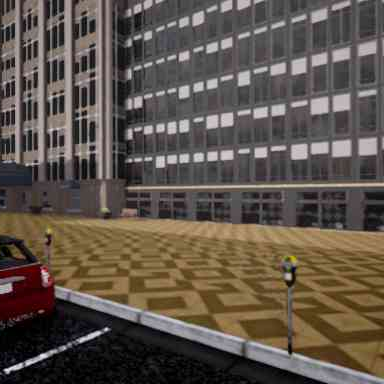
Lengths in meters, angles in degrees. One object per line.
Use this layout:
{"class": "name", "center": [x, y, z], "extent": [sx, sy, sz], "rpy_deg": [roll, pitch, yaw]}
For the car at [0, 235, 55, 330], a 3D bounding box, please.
{"class": "car", "center": [-4.330, 1.441, 5.969], "extent": [4.097, 1.590, 1.967], "rpy_deg": [0, 0, 36]}
